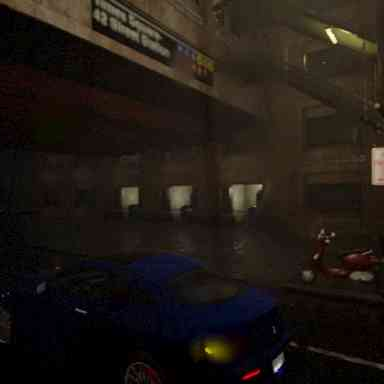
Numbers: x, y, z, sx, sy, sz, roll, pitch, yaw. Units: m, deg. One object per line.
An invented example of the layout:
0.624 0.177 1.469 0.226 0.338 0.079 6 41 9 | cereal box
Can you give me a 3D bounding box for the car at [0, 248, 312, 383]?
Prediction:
-0.997 1.556 4.704 4.674 1.442 1.812 -1 0 36 | car
